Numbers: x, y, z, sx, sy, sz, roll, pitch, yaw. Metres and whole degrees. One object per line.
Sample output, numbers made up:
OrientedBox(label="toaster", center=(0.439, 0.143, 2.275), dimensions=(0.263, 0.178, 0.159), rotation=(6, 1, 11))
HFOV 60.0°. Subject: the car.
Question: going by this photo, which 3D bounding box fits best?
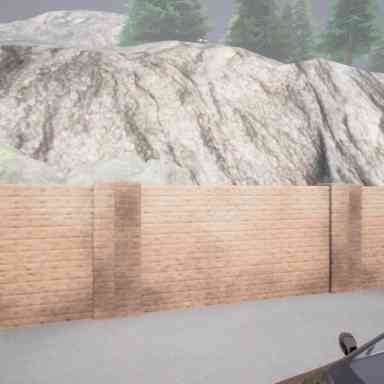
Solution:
OrientedBox(label="car", center=(2.178, 1.492, 1.904), dimensions=(4.902, 1.511, 2.128), rotation=(0, 0, -18))
